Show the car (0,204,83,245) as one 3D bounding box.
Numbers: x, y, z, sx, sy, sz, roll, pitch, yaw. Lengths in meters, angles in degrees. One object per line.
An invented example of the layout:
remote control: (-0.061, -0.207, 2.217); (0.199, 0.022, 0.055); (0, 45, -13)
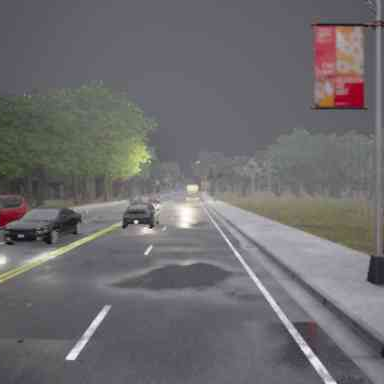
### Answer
car: (-6.622, 1.432, 15.366); (1.882, 1.535, 5.008); (0, 0, 0)

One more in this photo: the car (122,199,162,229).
car: (-3.183, 1.443, 21.317); (1.837, 1.490, 4.892); (0, 0, 0)

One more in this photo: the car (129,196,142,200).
car: (-9.744, 1.377, 57.804); (1.812, 1.442, 4.674); (0, 0, 1)

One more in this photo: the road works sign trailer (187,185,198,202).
road works sign trailer: (0.126, 0.276, 69.987); (2.380, 3.560, 2.880); (0, 0, 1)

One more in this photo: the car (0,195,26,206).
car: (-9.874, 1.175, 15.865); (2.150, 2.045, 5.566); (0, 0, 0)

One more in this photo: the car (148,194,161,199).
car: (-6.500, 1.203, 57.551); (2.097, 1.767, 4.553); (0, 0, 1)
